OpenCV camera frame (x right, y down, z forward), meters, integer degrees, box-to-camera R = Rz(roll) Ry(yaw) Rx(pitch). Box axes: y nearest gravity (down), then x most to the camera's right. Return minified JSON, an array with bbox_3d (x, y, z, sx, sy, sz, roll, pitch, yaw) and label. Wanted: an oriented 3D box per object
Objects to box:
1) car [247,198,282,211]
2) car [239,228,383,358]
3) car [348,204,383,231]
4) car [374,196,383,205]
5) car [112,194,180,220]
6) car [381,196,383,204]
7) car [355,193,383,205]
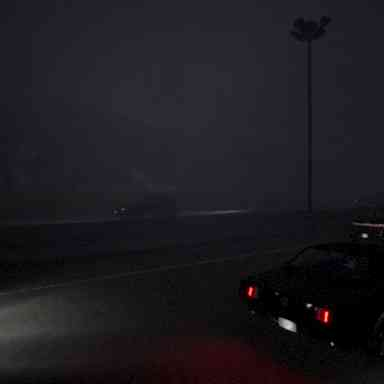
[{"bbox_3d":[8.769,1.426,40.327,4.902,1.511,2.128,0,0,-35],"label":"car"},{"bbox_3d":[3.167,1.588,6.005,4.718,1.301,1.895,0,0,-36],"label":"car"},{"bbox_3d":[8.612,1.458,14.187,4.902,1.511,2.128,0,0,-36],"label":"car"},{"bbox_3d":[33.661,1.389,57.535,4.674,1.442,1.812,0,0,-34],"label":"car"},{"bbox_3d":[-3.639,1.196,27.192,5.566,2.045,2.150,0,0,-35],"label":"car"},{"bbox_3d":[24.577,1.398,38.645,4.902,1.511,2.128,0,0,-35],"label":"car"},{"bbox_3d":[22.669,1.129,41.584,5.566,2.045,2.150,0,0,-35],"label":"car"}]
